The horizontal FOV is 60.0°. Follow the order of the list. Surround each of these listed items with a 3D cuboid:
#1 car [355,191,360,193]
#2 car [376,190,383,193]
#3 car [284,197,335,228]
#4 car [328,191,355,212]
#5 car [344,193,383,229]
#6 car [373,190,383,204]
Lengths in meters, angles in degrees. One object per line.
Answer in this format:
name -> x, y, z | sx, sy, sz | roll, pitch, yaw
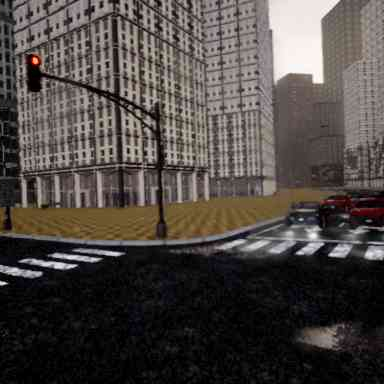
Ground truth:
car -> 20.331, 0.625, 41.870 | 1.837, 1.490, 4.892 | -2, 0, 31
car -> 15.229, 0.865, 27.086 | 1.837, 1.490, 4.892 | -2, 0, 31
car -> 6.877, 1.248, 19.597 | 1.994, 1.385, 4.181 | -2, 0, 31
car -> 12.811, 0.914, 29.360 | 1.882, 1.535, 5.008 | -2, 0, 32
car -> 9.788, 1.063, 18.132 | 1.882, 1.535, 5.008 | -2, 0, 31
car -> 22.770, 0.544, 39.618 | 1.837, 1.490, 4.892 | -2, 1, 31
